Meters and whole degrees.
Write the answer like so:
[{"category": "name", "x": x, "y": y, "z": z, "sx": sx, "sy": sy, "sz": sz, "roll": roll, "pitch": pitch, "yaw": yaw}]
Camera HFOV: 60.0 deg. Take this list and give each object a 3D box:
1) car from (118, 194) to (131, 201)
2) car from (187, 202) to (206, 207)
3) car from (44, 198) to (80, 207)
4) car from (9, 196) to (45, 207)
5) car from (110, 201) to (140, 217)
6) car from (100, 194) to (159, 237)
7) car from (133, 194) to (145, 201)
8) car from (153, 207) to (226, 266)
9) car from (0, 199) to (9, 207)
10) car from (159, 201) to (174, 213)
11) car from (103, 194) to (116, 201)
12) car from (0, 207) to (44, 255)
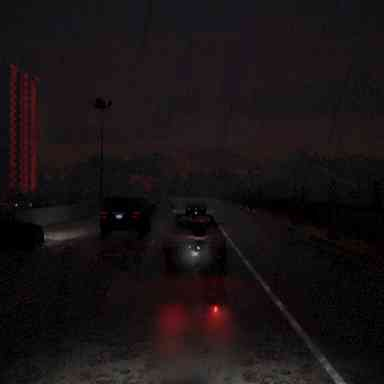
[{"category": "car", "x": -15.854, "y": 1.323, "z": 78.203, "sx": 1.882, "sy": 1.535, "sz": 5.008, "roll": 0, "pitch": 0, "yaw": 2}, {"category": "car", "x": 0.449, "y": 1.615, "z": 32.932, "sx": 1.895, "sy": 1.301, "sz": 4.718, "roll": 0, "pitch": 0, "yaw": 2}, {"category": "car", "x": -13.668, "y": 1.521, "z": 35.939, "sx": 1.837, "sy": 1.490, "sz": 4.892, "roll": 0, "pitch": 0, "yaw": 2}, {"category": "car", "x": -17.169, "y": 1.368, "z": 35.923, "sx": 2.097, "sy": 1.767, "sz": 4.553, "roll": 0, "pitch": 0, "yaw": 2}, {"category": "car", "x": -6.554, "y": 1.615, "z": 32.923, "sx": 1.895, "sy": 1.301, "sz": 4.718, "roll": 0, "pitch": 0, "yaw": 2}, {"category": "car", "x": -3.363, "y": 1.230, "z": 18.147, "sx": 2.150, "sy": 2.045, "sz": 5.566, "roll": 0, "pitch": 0, "yaw": 1}, {"category": "car", "x": -12.355, "y": 1.345, "z": 78.102, "sx": 1.837, "sy": 1.490, "sz": 4.892, "roll": 0, "pitch": 0, "yaw": 2}, {"category": "car", "x": 0.090, "y": 1.497, "z": 11.523, "sx": 2.128, "sy": 1.511, "sz": 4.902, "roll": 0, "pitch": 0, "yaw": 0}, {"category": "car", "x": -20.673, "y": 1.493, "z": 35.826, "sx": 1.882, "sy": 1.535, "sz": 5.008, "roll": 0, "pitch": 0, "yaw": 2}, {"category": "car", "x": -2.989, "y": 1.580, "z": 35.115, "sx": 1.994, "sy": 1.385, "sz": 4.181, "roll": 0, "pitch": 0, "yaw": 2}, {"category": "car", "x": -19.352, "y": 1.345, "z": 78.304, "sx": 1.837, "sy": 1.490, "sz": 4.892, "roll": 0, "pitch": 0, "yaw": 2}, {"category": "car", "x": -6.911, "y": 1.497, "z": 11.504, "sx": 2.128, "sy": 1.511, "sz": 4.902, "roll": 0, "pitch": 0, "yaw": 0}]
